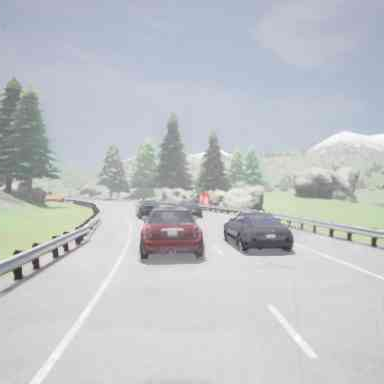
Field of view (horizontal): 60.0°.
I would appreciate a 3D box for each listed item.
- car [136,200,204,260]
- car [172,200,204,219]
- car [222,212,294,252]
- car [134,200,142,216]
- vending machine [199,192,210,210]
[{"bbox_3d":[-0.832,1.321,12.583,2.097,1.767,4.553,0,0,-6],"label":"car"},{"bbox_3d":[-0.453,1.485,29.563,1.994,1.385,4.181,0,0,-14],"label":"car"},{"bbox_3d":[2.556,1.520,13.715,1.994,1.385,4.181,0,0,-7],"label":"car"},{"bbox_3d":[-3.814,1.438,28.640,1.837,1.490,4.892,0,0,-14],"label":"car"},{"bbox_3d":[1.540,1.083,39.996,1.100,2.100,0.880,0,0,-19],"label":"vending machine"}]
